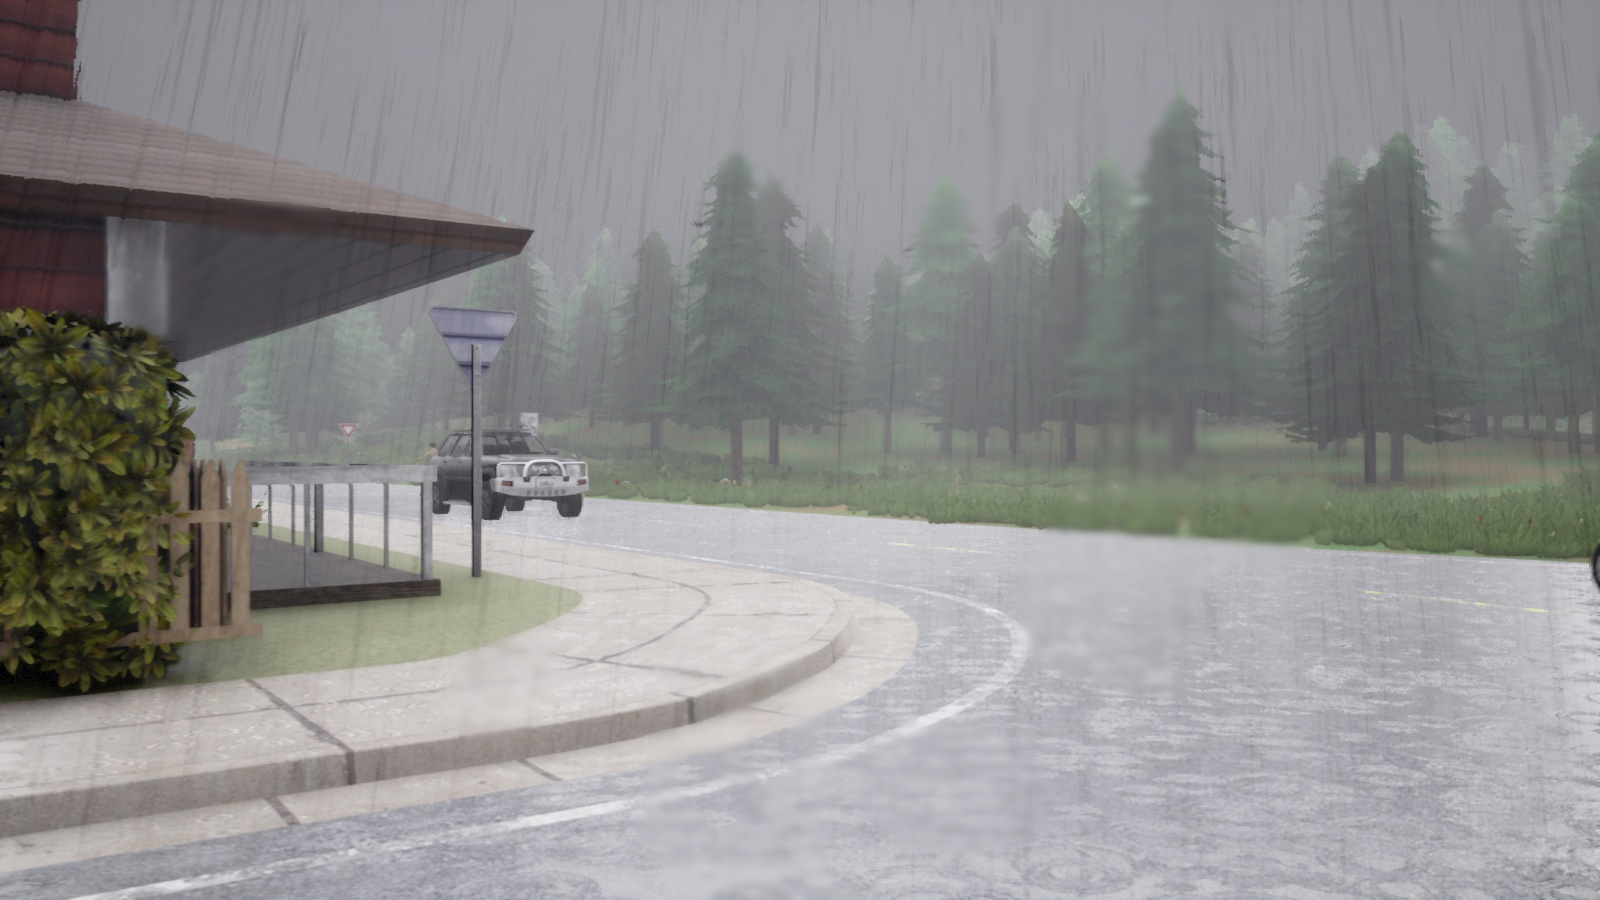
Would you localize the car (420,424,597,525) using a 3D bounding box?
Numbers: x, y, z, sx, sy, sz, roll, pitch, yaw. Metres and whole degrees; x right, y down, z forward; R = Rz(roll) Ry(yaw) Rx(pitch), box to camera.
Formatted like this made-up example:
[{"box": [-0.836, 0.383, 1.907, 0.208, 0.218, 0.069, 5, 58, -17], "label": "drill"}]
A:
[{"box": [-6.041, 0.453, 25.596, 1.932, 1.855, 4.605, 0, 0, -35], "label": "car"}]

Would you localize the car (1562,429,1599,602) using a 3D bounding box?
[{"box": [7.781, 0.606, 9.273, 1.882, 1.535, 5.008, 1, 1, 9], "label": "car"}]
